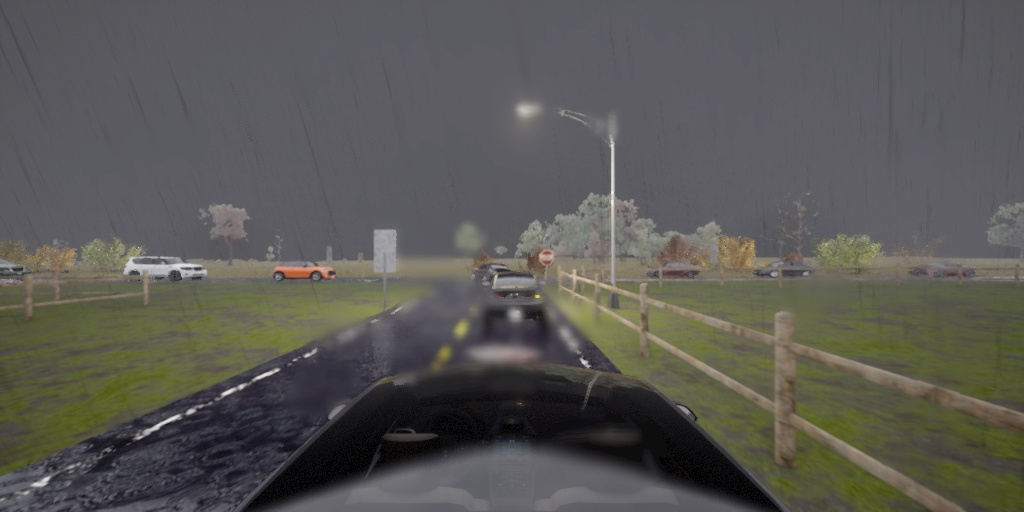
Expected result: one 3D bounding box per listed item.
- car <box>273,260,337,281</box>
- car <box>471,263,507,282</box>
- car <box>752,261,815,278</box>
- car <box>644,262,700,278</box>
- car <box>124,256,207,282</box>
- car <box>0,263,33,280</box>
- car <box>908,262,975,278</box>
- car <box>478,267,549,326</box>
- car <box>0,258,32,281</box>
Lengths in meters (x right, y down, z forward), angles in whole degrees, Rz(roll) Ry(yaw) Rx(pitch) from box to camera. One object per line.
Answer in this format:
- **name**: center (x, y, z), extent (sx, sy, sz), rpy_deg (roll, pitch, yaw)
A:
- **car**: center (-16.991, 1.141, 29.595), extent (4.553, 1.767, 2.097), rpy_deg (0, 0, 1)
- **car**: center (-1.504, 1.254, 25.982), extent (1.837, 1.490, 4.892), rpy_deg (1, 0, -21)
- **car**: center (24.350, 1.190, 32.202), extent (4.892, 1.490, 1.837), rpy_deg (0, 0, 1)
- **car**: center (14.363, 1.233, 32.287), extent (4.674, 1.442, 1.812), rpy_deg (0, 0, 0)
- **car**: center (-28.631, 1.044, 29.692), extent (5.566, 2.045, 2.150), rpy_deg (0, 0, 0)
- **car**: center (-47.289, 1.402, 32.747), extent (4.674, 1.442, 1.812), rpy_deg (0, 0, 1)
- **car**: center (38.322, 1.234, 32.070), extent (4.181, 1.385, 1.994), rpy_deg (0, 0, 1)
- **car**: center (0.103, 1.253, 11.610), extent (1.837, 1.490, 4.892), rpy_deg (0, 0, 0)
- **car**: center (-43.863, 1.082, 29.819), extent (5.566, 2.045, 2.150), rpy_deg (1, 0, -2)
